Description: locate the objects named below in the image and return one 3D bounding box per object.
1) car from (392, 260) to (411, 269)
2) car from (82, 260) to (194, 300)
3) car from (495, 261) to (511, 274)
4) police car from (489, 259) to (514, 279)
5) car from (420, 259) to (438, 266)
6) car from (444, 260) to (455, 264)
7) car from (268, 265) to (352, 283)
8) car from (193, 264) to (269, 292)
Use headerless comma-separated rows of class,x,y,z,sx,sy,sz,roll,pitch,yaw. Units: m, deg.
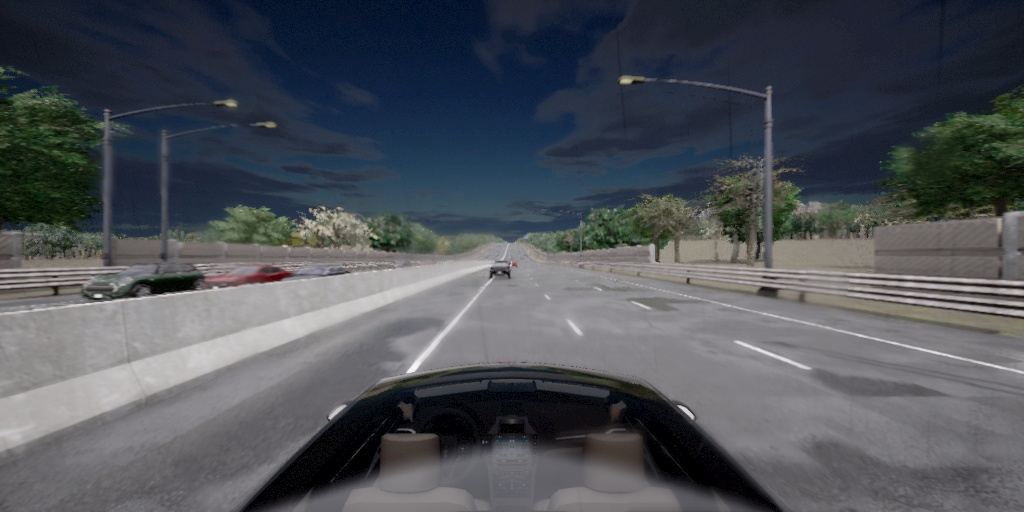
car,-17.516,1.415,57.132,2.128,1.511,4.902,0,0,1
car,-17.585,1.108,17.476,2.097,1.767,4.553,0,0,0
car,-1.042,1.333,43.091,1.837,1.490,4.892,0,0,0
police car,-1.044,1.211,33.193,1.930,1.638,5.238,0,0,0
car,-14.011,1.305,60.776,2.097,1.767,4.553,0,-1,1
car,-10.508,1.472,60.715,1.812,1.442,4.674,0,0,1
car,-10.580,1.250,19.760,2.128,1.511,4.902,0,0,0
car,-14.080,1.236,19.543,1.882,1.535,5.008,0,0,0
